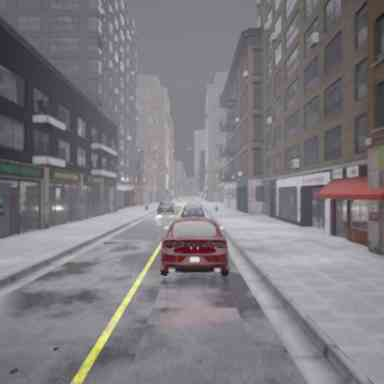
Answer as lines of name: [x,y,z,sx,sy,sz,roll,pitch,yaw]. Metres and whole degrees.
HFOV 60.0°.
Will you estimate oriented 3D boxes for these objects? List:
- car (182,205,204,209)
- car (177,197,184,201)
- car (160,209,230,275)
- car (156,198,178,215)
car: [0.079,1.776,29.373,1.895,1.301,4.718,0,0,0]
car: [-2.788,1.716,78.177,1.812,1.442,4.674,0,0,0]
car: [0.076,1.544,10.776,1.882,1.535,5.008,0,0,0]
car: [-2.864,1.725,37.521,1.837,1.490,4.892,0,0,0]
